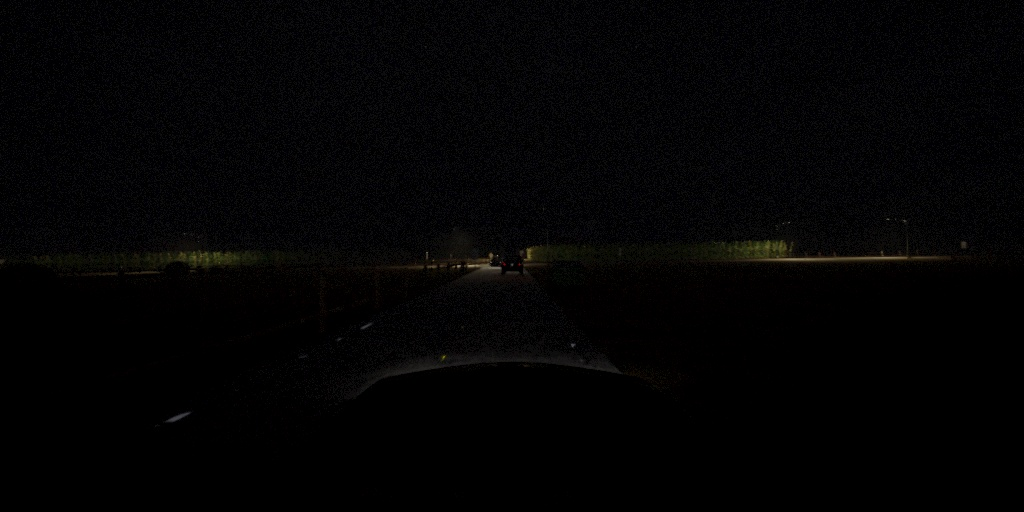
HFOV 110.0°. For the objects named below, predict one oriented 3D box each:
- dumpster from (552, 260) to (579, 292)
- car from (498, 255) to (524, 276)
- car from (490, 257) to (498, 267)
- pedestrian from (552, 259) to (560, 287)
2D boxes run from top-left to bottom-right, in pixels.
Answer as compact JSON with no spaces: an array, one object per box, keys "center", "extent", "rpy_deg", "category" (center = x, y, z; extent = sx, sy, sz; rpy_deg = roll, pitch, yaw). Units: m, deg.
[{"center":[3.120,1.118,21.250],"extent":[1.020,1.700,1.940],"rpy_deg":[0,0,0],"category":"dumpster"},{"center":[0.043,0.900,36.128],"extent":[2.150,2.045,5.566],"rpy_deg":[0,0,1],"category":"car"},{"center":[-2.638,0.994,61.230],"extent":[2.097,1.767,4.553],"rpy_deg":[0,0,0],"category":"car"},{"center":[2.621,0.997,22.195],"extent":[0.375,1.860,0.375],"rpy_deg":[0,0,-15],"category":"pedestrian"}]
